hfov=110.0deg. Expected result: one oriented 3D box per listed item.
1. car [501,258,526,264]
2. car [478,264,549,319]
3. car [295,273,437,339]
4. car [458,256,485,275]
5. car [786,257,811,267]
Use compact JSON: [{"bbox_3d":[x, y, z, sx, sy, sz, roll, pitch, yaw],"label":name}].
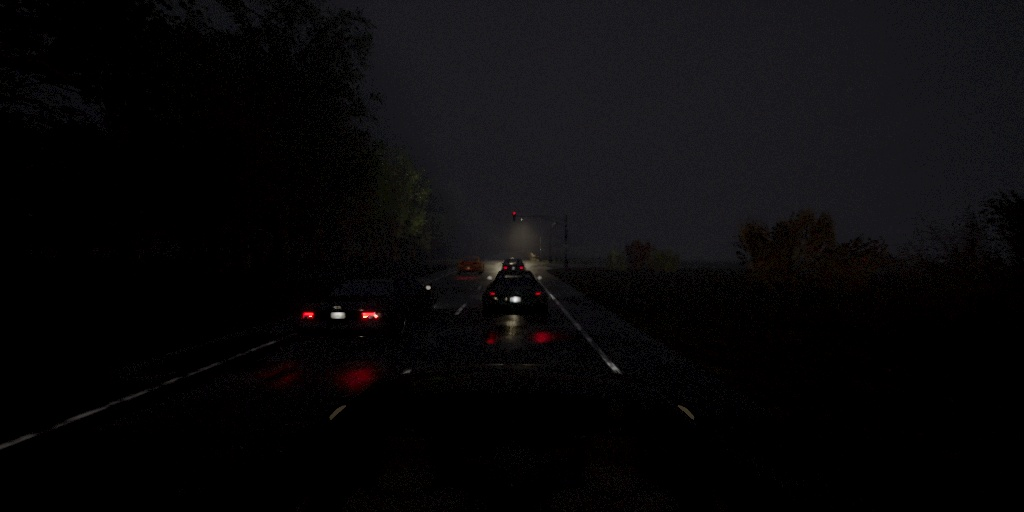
[{"bbox_3d":[0.107,0.848,28.154,2.033,1.411,5.357,0,1,0],"label":"car"},{"bbox_3d":[0.098,1.141,11.918,1.994,1.385,4.181,0,1,0],"label":"car"},{"bbox_3d":[-3.402,1.166,9.521,2.033,1.411,5.357,0,1,0],"label":"car"},{"bbox_3d":[-3.393,0.741,30.366,1.882,1.535,5.008,0,1,0],"label":"car"},{"bbox_3d":[39.781,0.897,50.947,4.892,1.490,1.837,1,0,1],"label":"car"}]
